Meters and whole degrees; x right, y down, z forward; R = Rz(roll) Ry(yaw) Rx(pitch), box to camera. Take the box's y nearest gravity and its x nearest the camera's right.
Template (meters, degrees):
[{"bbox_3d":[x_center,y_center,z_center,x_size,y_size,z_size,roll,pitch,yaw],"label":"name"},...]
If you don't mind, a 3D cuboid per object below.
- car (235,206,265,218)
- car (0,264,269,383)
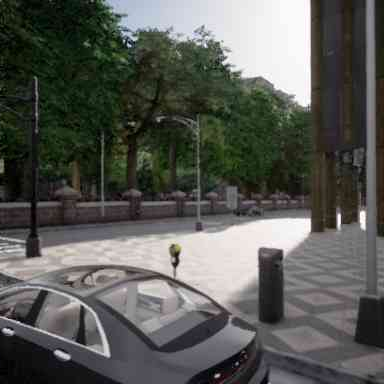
[{"bbox_3d":[7.347,2.418,41.776,2.033,1.411,5.357,0,-1,35],"label":"car"},{"bbox_3d":[-1.323,1.560,3.906,4.403,1.369,2.008,0,0,35],"label":"car"}]
